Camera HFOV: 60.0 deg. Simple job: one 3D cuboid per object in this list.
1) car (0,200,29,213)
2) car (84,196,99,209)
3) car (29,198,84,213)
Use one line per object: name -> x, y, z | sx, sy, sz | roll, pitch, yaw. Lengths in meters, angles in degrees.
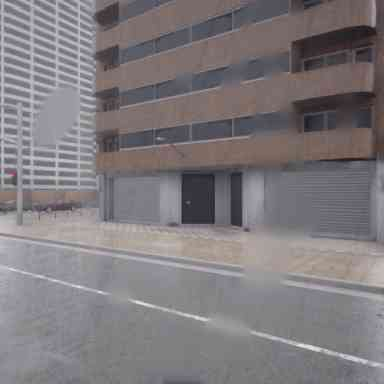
car -> -19.538, 1.547, 37.414 | 2.033, 1.411, 5.357 | 0, 0, 35
car -> -13.844, 1.564, 45.615 | 1.994, 1.385, 4.181 | 0, 0, 35
car -> -15.167, 1.477, 37.575 | 1.882, 1.535, 5.008 | 0, 0, 35
